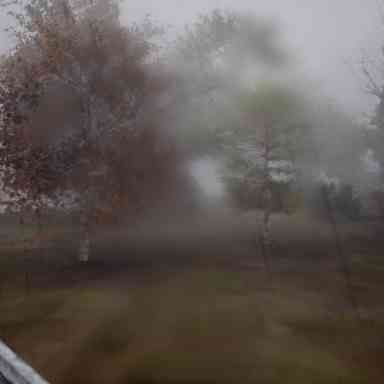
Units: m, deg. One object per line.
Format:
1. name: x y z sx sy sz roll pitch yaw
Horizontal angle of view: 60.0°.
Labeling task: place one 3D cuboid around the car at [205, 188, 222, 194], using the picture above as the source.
1. car: 4.361 -0.246 87.414 5.366 1.575 1.946 -4 2 -32

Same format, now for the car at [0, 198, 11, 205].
1. car: -37.097 1.838 65.691 4.674 1.442 1.812 0 -1 13
